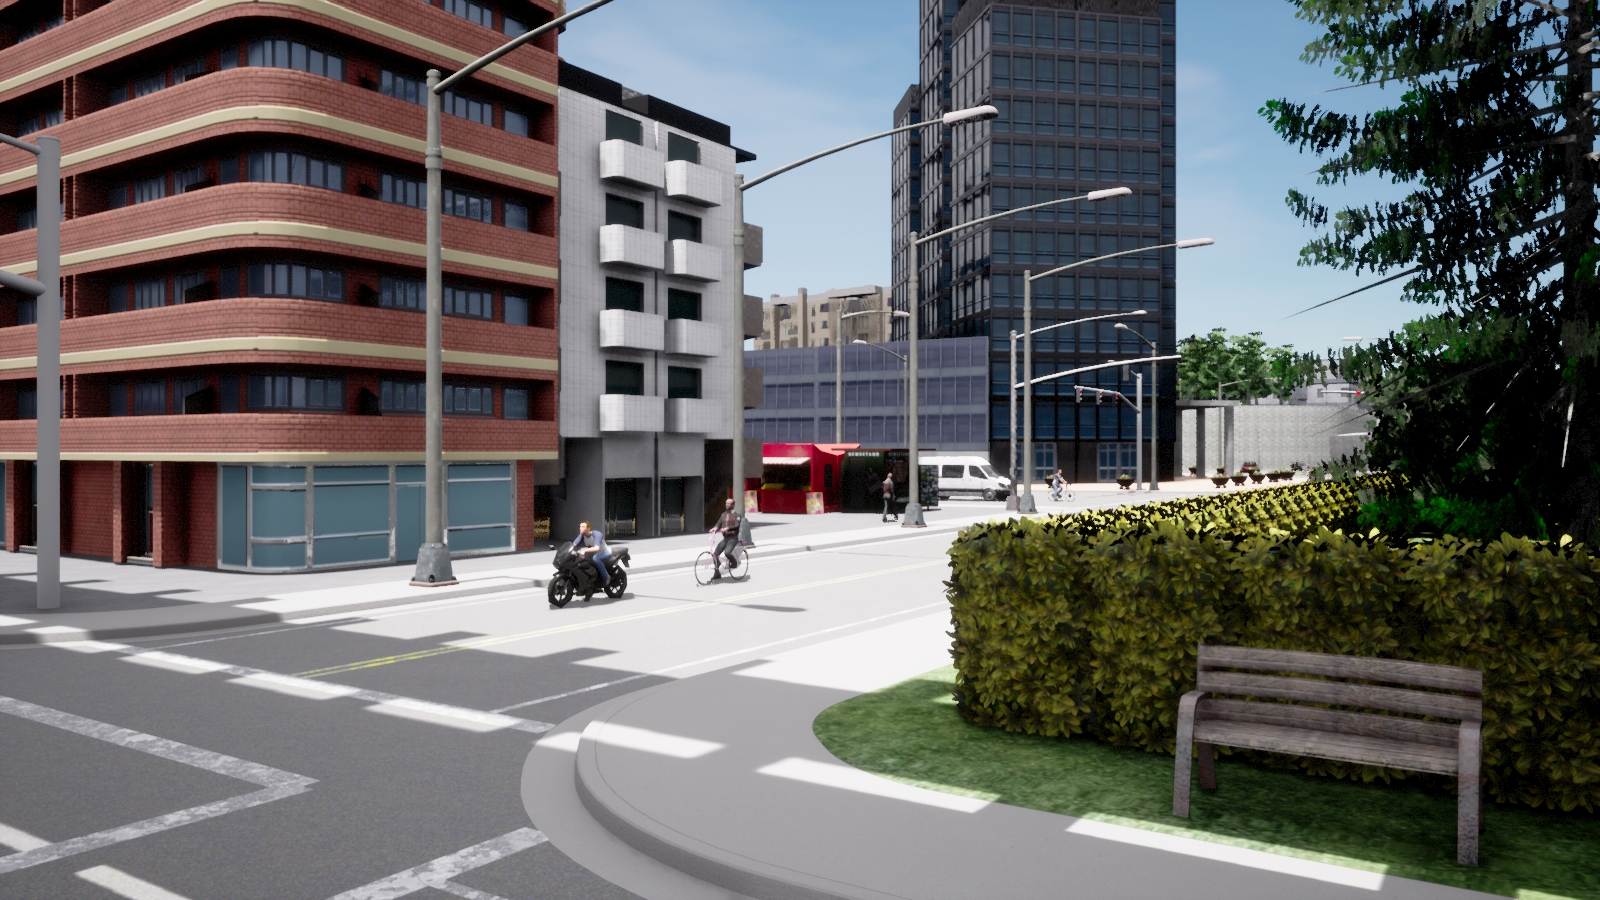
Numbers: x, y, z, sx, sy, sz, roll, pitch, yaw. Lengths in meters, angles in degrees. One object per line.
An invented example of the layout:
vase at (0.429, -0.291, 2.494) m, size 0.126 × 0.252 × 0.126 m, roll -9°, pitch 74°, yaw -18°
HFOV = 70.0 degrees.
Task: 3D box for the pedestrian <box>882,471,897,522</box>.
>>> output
pedestrian at (3.323, 1.731, 42.396) m, size 0.375 × 1.860 × 0.375 m, roll 0°, pitch 0°, yaw 43°

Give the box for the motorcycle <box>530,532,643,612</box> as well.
motorcycle at (-3.850, 2.173, 20.756) m, size 0.803 × 1.224 × 2.033 m, roll 0°, pitch 0°, yaw 34°

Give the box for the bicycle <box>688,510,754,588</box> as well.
bicycle at (-1.641, 2.048, 23.979) m, size 0.329 × 1.496 × 1.835 m, roll 0°, pitch 0°, yaw 34°

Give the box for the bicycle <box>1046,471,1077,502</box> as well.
bicycle at (14.471, 2.009, 63.202) m, size 1.643 × 1.717 × 0.373 m, roll 0°, pitch 0°, yaw 33°

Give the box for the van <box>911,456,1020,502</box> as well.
van at (9.526, 1.655, 65.951) m, size 5.915 × 2.561 × 1.988 m, roll -1°, pitch -1°, yaw 33°
